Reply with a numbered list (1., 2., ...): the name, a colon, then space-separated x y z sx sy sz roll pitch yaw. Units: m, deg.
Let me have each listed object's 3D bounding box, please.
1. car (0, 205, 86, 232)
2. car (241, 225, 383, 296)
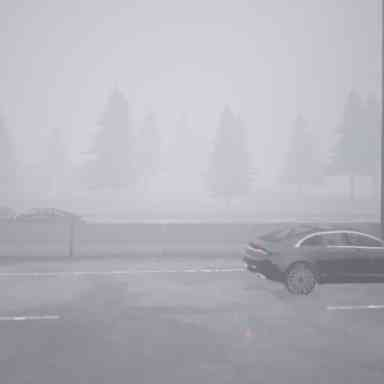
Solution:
1. car: -8.231 1.612 17.875 4.902 1.511 2.128 0 -1 -7
2. car: 3.716 1.606 8.476 4.902 1.511 2.128 0 -1 -7
